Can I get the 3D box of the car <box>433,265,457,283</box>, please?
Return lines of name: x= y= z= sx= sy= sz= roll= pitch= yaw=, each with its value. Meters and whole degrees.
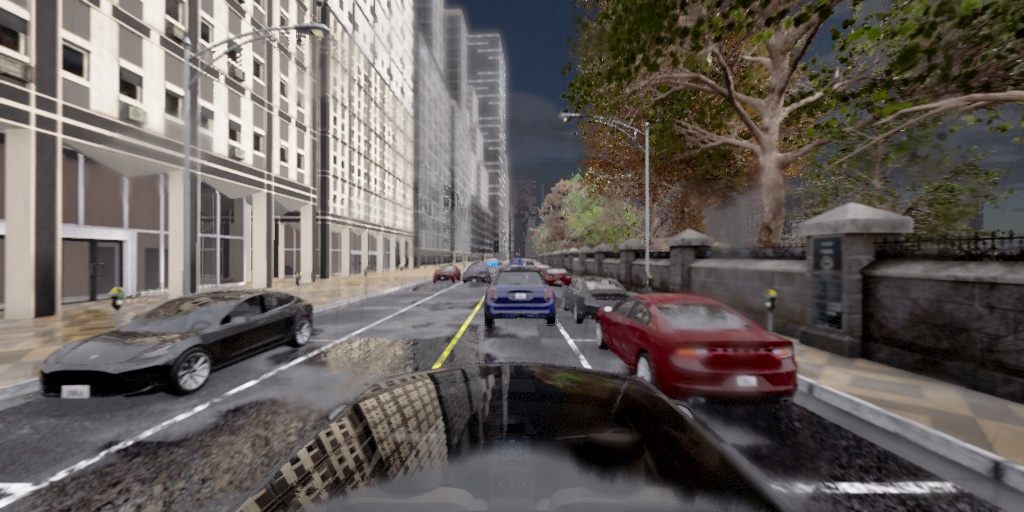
car: x=-5.192 y=1.426 z=29.157 sx=1.888 sy=1.381 sz=4.507 roll=0 pitch=0 yaw=0

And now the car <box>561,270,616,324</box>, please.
car: x=2.717 y=1.349 z=11.991 sx=2.007 sy=1.370 sz=4.403 roll=0 pitch=0 yaw=0

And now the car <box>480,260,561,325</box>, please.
car: x=0.177 y=1.152 z=12.154 sx=2.097 sy=1.767 sz=4.553 roll=0 pitch=0 yaw=-2

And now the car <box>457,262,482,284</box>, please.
car: x=-2.723 y=1.426 z=28.598 sx=2.033 sy=1.411 sz=5.357 roll=0 pitch=0 yaw=1

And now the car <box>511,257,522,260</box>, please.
car: x=0.703 y=1.238 z=56.173 sx=2.150 sy=2.045 sz=5.566 roll=0 pitch=0 yaw=1

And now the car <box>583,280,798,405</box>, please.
car: x=2.711 y=1.317 z=6.358 sx=1.888 sy=1.381 sz=4.507 roll=0 pitch=0 yaw=0

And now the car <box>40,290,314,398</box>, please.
car: x=-5.460 y=1.339 z=6.664 sx=1.948 sy=1.339 sz=4.313 roll=0 pitch=0 yaw=0

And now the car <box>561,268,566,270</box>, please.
car: x=2.777 y=1.398 z=23.270 sx=1.888 sy=1.381 sz=4.507 roll=0 pitch=0 yaw=0

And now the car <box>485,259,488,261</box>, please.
car: x=-4.824 y=1.559 z=51.658 sx=1.948 sy=1.339 sz=4.313 roll=0 pitch=0 yaw=1
